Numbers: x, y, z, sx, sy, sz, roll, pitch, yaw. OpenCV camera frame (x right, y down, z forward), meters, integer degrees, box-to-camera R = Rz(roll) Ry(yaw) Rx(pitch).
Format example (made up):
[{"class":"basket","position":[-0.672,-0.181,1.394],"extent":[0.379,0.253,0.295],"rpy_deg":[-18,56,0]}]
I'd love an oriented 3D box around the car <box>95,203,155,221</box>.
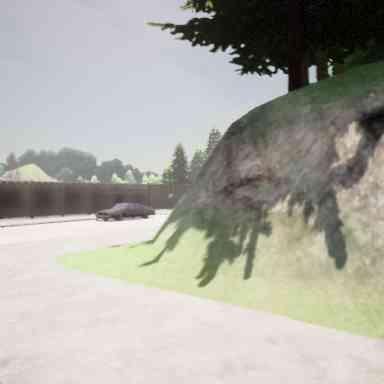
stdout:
[{"class":"car","position":[-5.426,1.600,27.854],"extent":[2.033,1.411,5.357],"rpy_deg":[0,0,36]}]
